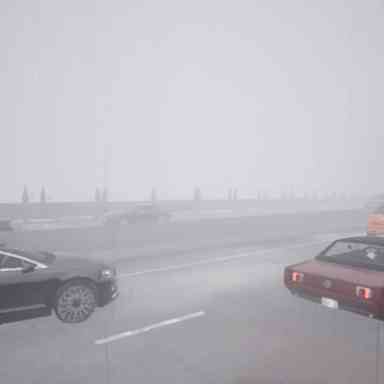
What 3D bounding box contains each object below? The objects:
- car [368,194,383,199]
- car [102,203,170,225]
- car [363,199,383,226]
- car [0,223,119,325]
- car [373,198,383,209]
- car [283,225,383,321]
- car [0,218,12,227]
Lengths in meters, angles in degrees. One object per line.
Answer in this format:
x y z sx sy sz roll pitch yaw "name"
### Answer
22.683 1.297 39.732 5.566 2.045 2.150 0 -1 -38 "car"
-3.813 1.584 23.281 4.892 1.490 1.837 0 0 -38 "car"
10.698 1.381 16.662 4.553 1.767 2.097 0 0 -38 "car"
-3.699 1.517 5.573 4.902 1.511 2.128 0 0 -35 "car"
28.628 1.591 48.850 4.892 1.490 1.837 0 0 -38 "car"
4.125 1.615 7.059 4.718 1.301 1.895 0 0 -38 "car"
-10.301 1.543 13.932 5.008 1.535 1.882 0 0 -36 "car"
